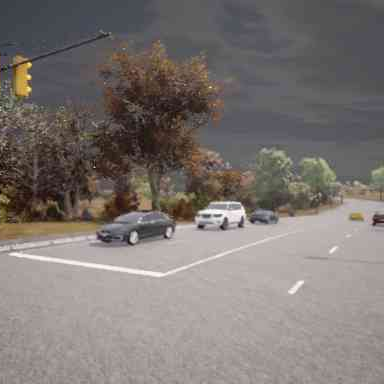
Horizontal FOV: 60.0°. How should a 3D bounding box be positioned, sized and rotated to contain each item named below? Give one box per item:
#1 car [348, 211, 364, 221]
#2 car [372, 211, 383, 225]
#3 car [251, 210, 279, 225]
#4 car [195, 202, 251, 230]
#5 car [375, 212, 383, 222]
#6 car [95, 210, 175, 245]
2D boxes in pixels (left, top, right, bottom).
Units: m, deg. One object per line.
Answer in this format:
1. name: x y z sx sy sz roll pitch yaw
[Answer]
1. car: 25.035 3.598 50.734 1.882 1.535 5.008 0 -3 30
2. car: 20.559 2.821 35.870 1.882 1.535 5.008 0 -3 30
3. car: 7.600 2.603 34.724 2.033 1.411 5.357 -1 -3 30
4. car: 2.306 1.762 25.519 2.150 2.045 5.566 0 -3 29
5. car: 28.556 3.668 49.841 1.812 1.442 4.674 -1 -3 30
6. car: -2.677 1.710 16.803 1.837 1.490 4.892 0 -1 30
